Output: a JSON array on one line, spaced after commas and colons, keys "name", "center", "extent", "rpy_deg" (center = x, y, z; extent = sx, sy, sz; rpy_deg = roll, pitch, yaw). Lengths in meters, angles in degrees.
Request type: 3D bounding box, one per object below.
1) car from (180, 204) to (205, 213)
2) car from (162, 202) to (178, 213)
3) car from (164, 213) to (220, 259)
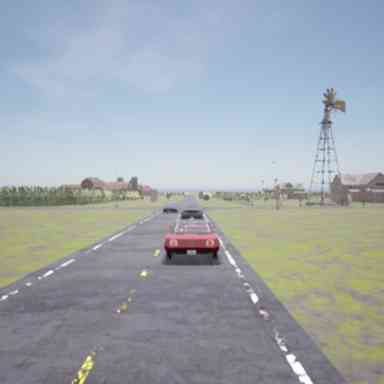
[{"name": "car", "center": [0.011, 1.783, 28.468], "extent": [1.837, 1.490, 4.892], "rpy_deg": [0, 0, 0]}, {"name": "car", "center": [-2.772, 1.961, 43.509], "extent": [2.033, 1.411, 5.357], "rpy_deg": [0, -1, 0]}, {"name": "car", "center": [0.012, 1.733, 13.216], "extent": [1.895, 1.301, 4.718], "rpy_deg": [0, -1, 0]}]
